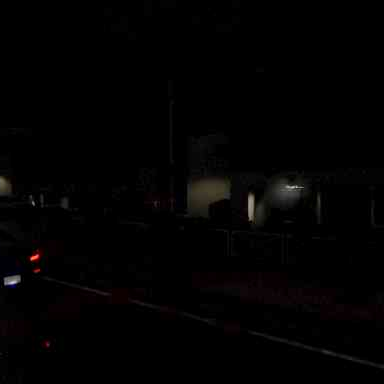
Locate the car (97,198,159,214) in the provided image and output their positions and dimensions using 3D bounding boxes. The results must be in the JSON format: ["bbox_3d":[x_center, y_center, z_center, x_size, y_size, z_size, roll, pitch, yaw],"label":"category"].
[{"bbox_3d":[-5.392,1.565,28.642,1.837,1.490,4.892,0,0,36],"label":"car"}]

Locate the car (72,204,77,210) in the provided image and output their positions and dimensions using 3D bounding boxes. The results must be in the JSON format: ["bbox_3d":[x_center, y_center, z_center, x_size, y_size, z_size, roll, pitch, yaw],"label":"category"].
[{"bbox_3d":[-11.472,1.583,38.435,2.128,1.511,4.902,0,0,36],"label":"car"}]

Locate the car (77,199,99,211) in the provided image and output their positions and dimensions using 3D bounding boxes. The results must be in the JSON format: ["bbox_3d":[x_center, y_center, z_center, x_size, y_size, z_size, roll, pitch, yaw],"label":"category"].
[{"bbox_3d":[-9.523,1.645,35.144,1.994,1.385,4.181,0,0,35],"label":"car"}]

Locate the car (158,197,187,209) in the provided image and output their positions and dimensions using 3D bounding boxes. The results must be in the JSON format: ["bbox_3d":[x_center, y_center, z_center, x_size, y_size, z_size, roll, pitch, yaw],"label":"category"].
[{"bbox_3d":[-2.020,1.586,45.642,1.837,1.490,4.892,0,0,36],"label":"car"}]

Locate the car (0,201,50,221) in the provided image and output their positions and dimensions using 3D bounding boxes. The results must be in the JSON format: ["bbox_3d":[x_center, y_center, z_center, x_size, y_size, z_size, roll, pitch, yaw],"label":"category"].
[{"bbox_3d":[-14.632,1.682,27.983,1.895,1.301,4.718,0,0,36],"label":"car"}]

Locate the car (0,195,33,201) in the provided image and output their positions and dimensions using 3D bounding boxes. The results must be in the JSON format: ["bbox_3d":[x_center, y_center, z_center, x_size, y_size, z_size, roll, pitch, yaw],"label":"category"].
[{"bbox_3d":[-17.256,1.313,30.364,2.150,2.045,5.566,0,0,36],"label":"car"}]

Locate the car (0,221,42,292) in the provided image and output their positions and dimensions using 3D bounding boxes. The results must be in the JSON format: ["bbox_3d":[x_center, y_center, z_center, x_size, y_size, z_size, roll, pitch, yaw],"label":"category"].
[{"bbox_3d":[-5.357,1.551,7.801,4.674,1.442,1.812,0,0,35],"label":"car"}]
